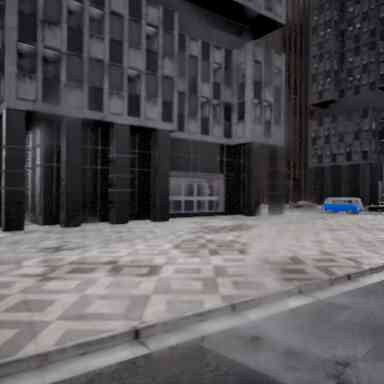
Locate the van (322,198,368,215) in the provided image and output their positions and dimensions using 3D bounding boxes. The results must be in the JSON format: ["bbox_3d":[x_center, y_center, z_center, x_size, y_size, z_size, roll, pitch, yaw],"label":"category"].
[{"bbox_3d":[16.317,1.540,35.876,1.690,1.788,3.998,0,-1,-35],"label":"van"}]

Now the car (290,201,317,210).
[{"bbox_3d":[16.721,1.962,50.027,1.802,1.307,4.206,0,-1,-35],"label":"car"}]

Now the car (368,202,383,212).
[{"bbox_3d":[23.262,1.868,40.817,1.947,1.339,4.313,0,-1,-35],"label":"car"}]

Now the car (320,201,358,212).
[{"bbox_3d":[19.991,1.892,45.422,2.008,1.369,4.403,0,-1,-35],"label":"car"}]
